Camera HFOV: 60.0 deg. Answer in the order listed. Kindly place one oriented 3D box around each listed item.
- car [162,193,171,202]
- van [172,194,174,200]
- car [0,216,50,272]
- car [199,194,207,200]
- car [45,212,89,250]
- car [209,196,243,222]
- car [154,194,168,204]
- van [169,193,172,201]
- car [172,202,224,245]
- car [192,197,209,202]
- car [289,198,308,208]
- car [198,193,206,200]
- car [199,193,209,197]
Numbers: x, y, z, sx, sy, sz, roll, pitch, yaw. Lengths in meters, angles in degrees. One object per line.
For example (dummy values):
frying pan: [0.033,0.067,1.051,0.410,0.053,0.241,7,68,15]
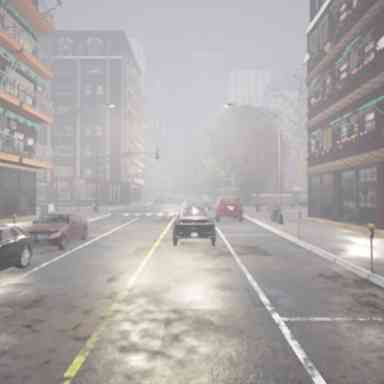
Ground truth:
car: [-5.651,1.414,63.572,1.802,1.307,4.206,1,0,0]
van: [-5.643,1.148,74.649,1.690,1.788,3.998,1,0,0]
car: [-5.639,1.526,8.421,2.008,1.369,4.403,1,0,0]
car: [2.738,1.349,85.716,1.947,1.339,4.313,1,0,0]
car: [-5.638,1.541,14.107,1.802,1.307,4.206,1,0,0]
car: [2.718,1.242,25.532,2.192,1.841,5.009,1,0,0]
car: [-5.653,1.428,58.035,1.802,1.307,4.206,1,0,0]
van: [-5.644,1.161,69.110,1.690,1.788,3.998,1,0,0]
car: [0.103,1.448,15.371,2.128,1.511,4.902,0,0,0]
car: [0.868,1.460,32.503,1.895,1.301,4.718,0,1,12]
car: [15.231,1.466,44.560,4.313,1.339,1.947,0,-1,1]
car: [2.744,1.087,91.253,2.192,1.841,5.009,1,0,0]
car: [2.729,1.358,63.733,1.752,1.417,4.829,1,0,0]
